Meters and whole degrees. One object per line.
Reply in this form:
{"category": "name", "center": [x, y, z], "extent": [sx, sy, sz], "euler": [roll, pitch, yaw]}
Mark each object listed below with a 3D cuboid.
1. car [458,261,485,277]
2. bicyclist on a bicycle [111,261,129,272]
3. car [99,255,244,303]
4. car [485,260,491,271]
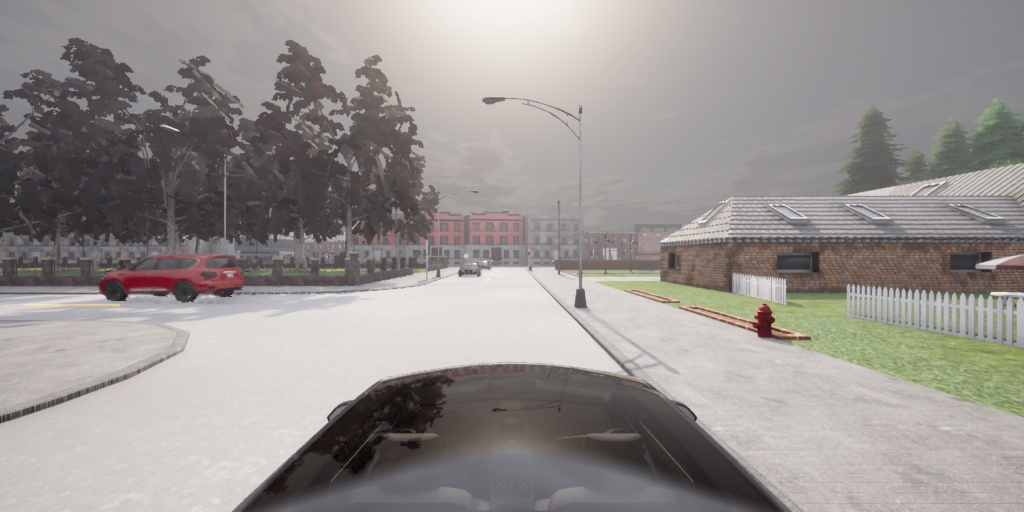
{"category": "car", "center": [-4.095, 1.314, 35.655], "extent": [1.994, 1.385, 4.181], "euler": [0, 0, 0]}
{"category": "bicyclist on a bicycle", "center": [-22.639, 1.099, 20.917], "extent": [0.582, 1.620, 1.656], "euler": [0, 0, 0]}
{"category": "car", "center": [-15.363, 0.971, 16.367], "extent": [5.566, 2.045, 2.150], "euler": [0, 0, 5]}
{"category": "car", "center": [-4.042, 1.315, 49.939], "extent": [1.994, 1.385, 4.181], "euler": [0, 0, 0]}
